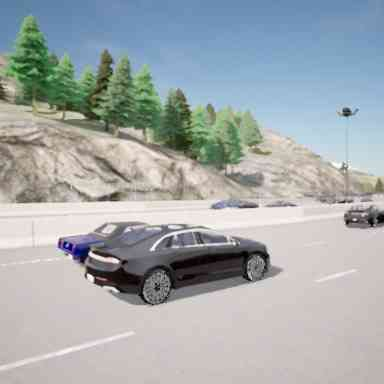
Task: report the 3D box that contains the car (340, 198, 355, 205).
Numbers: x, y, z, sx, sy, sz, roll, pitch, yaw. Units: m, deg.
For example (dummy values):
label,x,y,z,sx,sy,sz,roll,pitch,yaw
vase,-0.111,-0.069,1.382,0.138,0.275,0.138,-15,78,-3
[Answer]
label,x,y,z,sx,sy,sz,roll,pitch,yaw
car,31.959,1.941,68.104,1.895,1.301,4.718,0,0,37

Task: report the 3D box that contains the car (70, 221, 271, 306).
label,x,y,z,sx,sy,sz,roll,pitch,yaw
car,-0.113,1.526,8.164,4.902,1.511,2.128,0,0,-37

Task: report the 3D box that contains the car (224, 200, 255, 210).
label,x,y,z,sx,sy,sz,roll,pitch,yaw
car,5.338,1.656,36.153,4.902,1.511,2.128,0,0,-45

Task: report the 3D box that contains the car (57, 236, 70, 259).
label,x,y,z,sx,sy,sz,roll,pitch,yaw
car,-1.850,1.645,11.212,4.718,1.301,1.895,0,0,-37

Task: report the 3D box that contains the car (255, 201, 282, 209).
label,x,y,z,sx,sy,sz,roll,pitch,yaw
car,9.245,1.659,35.106,2.128,1.511,4.902,0,0,45

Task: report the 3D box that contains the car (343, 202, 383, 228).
label,x,y,z,sx,sy,sz,roll,pitch,yaw
car,12.347,1.615,23.235,4.902,1.511,2.128,0,0,-43

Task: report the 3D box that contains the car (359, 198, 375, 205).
label,x,y,z,sx,sy,sz,roll,pitch,yaw
car,35.035,1.884,66.375,2.033,1.411,5.357,0,0,37
